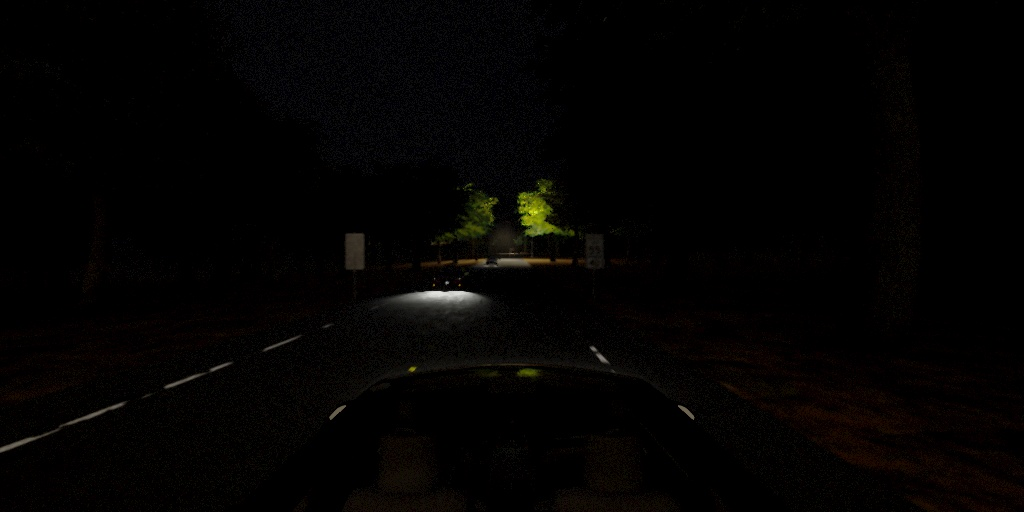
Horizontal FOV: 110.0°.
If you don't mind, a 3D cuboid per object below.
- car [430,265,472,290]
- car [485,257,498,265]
[{"bbox_3d":[-3.583,1.270,21.716,1.994,1.385,4.181,0,0,0],"label":"car"},{"bbox_3d":[-3.506,0.872,62.872,1.812,1.442,4.674,0,1,0],"label":"car"}]
